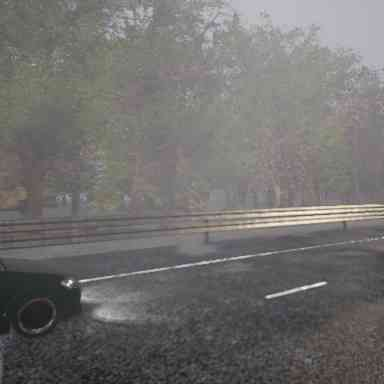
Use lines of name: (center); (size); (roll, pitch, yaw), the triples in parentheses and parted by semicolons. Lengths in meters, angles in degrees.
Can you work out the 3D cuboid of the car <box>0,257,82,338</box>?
car: (-3.937, 1.555, 5.166); (4.181, 1.385, 1.994); (0, 0, -36)
